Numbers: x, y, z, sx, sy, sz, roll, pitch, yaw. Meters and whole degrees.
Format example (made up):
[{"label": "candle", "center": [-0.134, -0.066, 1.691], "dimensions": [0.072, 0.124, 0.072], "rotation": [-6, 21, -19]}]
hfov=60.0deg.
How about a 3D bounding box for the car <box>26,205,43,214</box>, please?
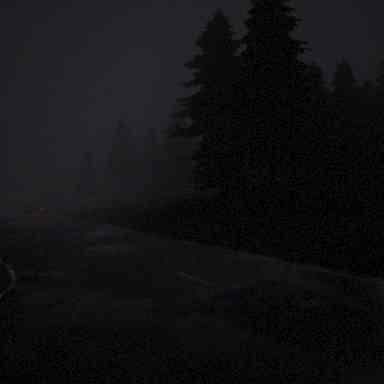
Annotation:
[{"label": "car", "center": [-24.254, 2.687, 50.960], "dimensions": [1.895, 1.301, 4.718], "rotation": [-1, -1, -32]}]
